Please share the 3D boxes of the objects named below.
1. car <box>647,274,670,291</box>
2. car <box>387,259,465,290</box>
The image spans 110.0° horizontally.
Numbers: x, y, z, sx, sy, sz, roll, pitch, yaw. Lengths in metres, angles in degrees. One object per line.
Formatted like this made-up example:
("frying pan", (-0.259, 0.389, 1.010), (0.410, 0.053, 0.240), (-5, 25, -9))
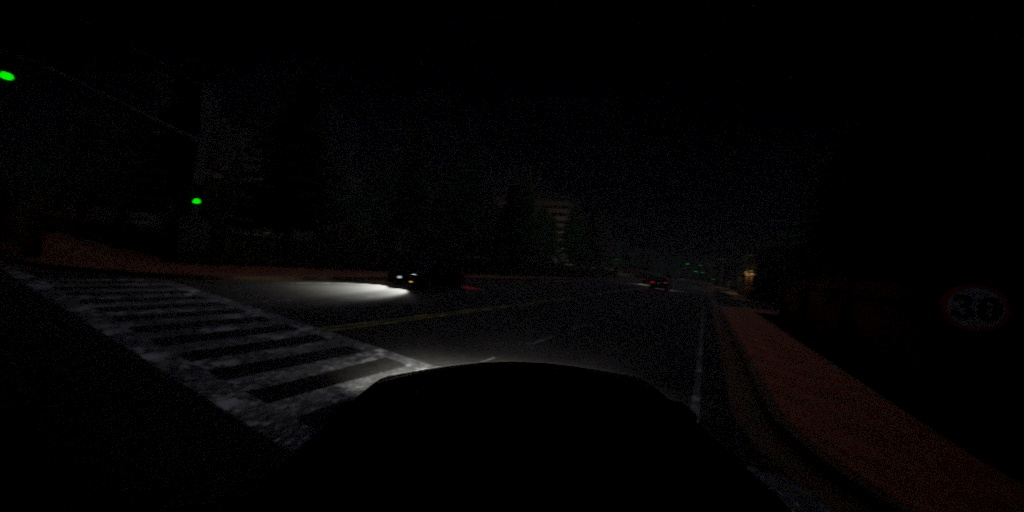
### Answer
("car", (19.643, 3.585, 47.351), (2.097, 1.767, 4.553), (7, 0, 29))
("car", (-4.212, 0.891, 18.212), (1.994, 1.385, 4.181), (7, 0, 29))
